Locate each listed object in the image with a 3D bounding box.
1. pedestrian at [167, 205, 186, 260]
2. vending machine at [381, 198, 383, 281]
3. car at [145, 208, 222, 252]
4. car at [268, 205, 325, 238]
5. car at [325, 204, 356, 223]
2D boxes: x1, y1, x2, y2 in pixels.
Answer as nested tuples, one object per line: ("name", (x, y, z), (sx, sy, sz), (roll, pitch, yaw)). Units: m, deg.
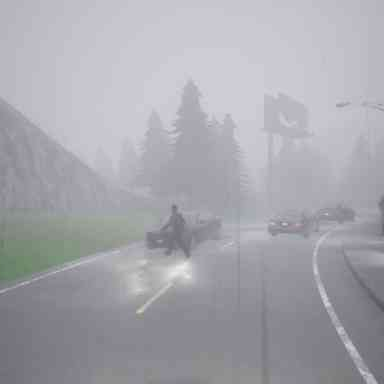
("pedestrian", (-0.517, 1.294, 11.063), (0.375, 1.860, 0.375), (0, 0, 18))
("vending machine", (5.320, 1.195, 8.062), (1.100, 2.100, 0.880), (0, 0, 17))
("car", (-0.186, 1.478, 14.258), (1.882, 1.535, 5.008), (0, 1, 23))
("car", (5.545, 1.547, 17.785), (2.033, 1.411, 5.357), (0, 0, 28))
("car", (11.003, 1.564, 25.437), (1.994, 1.385, 4.181), (0, 0, 40))
